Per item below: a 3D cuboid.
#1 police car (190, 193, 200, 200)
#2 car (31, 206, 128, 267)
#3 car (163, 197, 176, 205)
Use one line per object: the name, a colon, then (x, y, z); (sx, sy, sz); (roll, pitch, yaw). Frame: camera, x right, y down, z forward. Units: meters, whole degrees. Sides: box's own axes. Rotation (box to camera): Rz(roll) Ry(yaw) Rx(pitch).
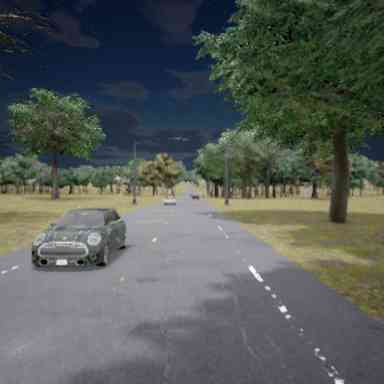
police car: (1.033, 1.251, 91.177); (1.930, 1.638, 5.238); (0, 0, 0)
car: (-3.603, 1.353, 11.448); (2.097, 1.767, 4.553); (0, 0, 0)
car: (-3.566, 1.496, 54.161); (1.895, 1.301, 4.718); (0, 0, 1)
